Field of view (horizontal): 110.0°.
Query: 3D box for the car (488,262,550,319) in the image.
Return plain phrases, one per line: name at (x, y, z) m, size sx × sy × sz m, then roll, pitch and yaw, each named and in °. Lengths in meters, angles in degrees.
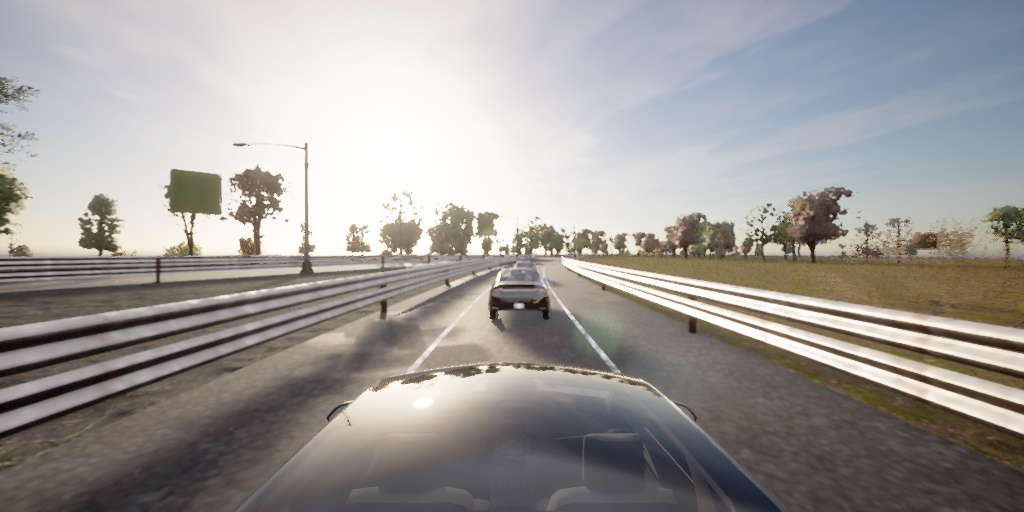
car at (0.262, 1.148, 12.352) m, size 2.128 × 1.511 × 4.902 m, roll 0°, pitch 0°, yaw 2°
